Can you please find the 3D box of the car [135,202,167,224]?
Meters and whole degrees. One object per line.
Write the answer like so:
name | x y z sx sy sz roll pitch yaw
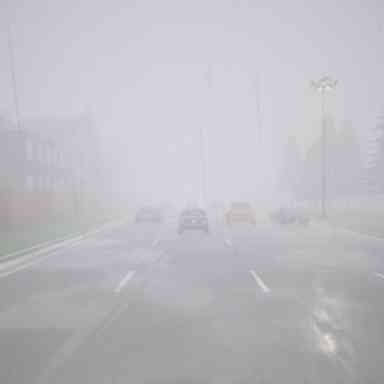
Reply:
car | -3.399 1.783 27.143 1.994 1.385 4.181 0 0 0

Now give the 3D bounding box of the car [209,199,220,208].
car | 3.579 1.749 49.424 2.097 1.767 4.553 0 -1 0

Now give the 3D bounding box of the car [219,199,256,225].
car | 3.601 1.562 26.146 2.097 1.767 4.553 0 -1 0

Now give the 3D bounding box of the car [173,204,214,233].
car | 0.101 1.716 20.822 2.033 1.411 5.357 0 0 0

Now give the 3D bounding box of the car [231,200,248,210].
car | 7.079 1.966 50.053 1.994 1.385 4.181 0 0 0

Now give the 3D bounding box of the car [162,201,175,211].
car | -3.442 1.918 45.979 2.033 1.411 5.357 0 0 1

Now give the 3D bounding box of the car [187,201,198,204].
car | 0.026 1.890 42.538 2.033 1.411 5.357 0 0 0

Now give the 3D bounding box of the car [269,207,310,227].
car | 7.101 1.801 24.829 1.895 1.301 4.718 0 0 0
